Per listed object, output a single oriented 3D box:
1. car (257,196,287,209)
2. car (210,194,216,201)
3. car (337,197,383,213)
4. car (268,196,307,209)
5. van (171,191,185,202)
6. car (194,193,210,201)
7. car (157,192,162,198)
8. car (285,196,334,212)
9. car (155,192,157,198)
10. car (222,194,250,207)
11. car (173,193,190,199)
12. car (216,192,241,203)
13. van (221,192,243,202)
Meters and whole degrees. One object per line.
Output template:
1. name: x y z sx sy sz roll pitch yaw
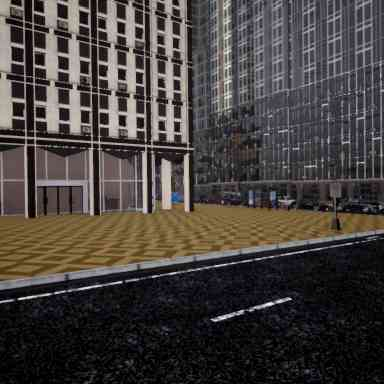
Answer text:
1. car: 9.719 1.387 41.308 1.802 1.307 4.206 0 1 -34
2. car: 3.964 1.043 64.880 1.802 1.307 4.206 0 1 -34
3. car: 17.303 1.340 34.940 2.128 1.511 4.902 -1 1 -34
4. car: 12.116 1.290 42.576 1.812 1.442 4.674 -1 1 -34
5. van: -2.967 0.936 60.168 1.690 1.788 3.998 0 1 -34
6. car: 0.788 0.990 64.929 1.837 1.490 4.892 -1 1 -34
7. car: -5.621 0.614 78.979 2.192 1.841 5.009 0 1 -34
8. car: 12.900 1.423 36.595 1.947 1.339 4.313 0 1 -34
9. car: -8.816 0.685 83.681 1.967 1.590 4.097 0 1 -34
10. car: 6.573 1.319 46.041 1.947 1.339 4.313 0 1 -34
11. car: -2.426 0.935 74.282 1.802 1.307 4.206 0 1 -34
12. car: 6.300 1.175 51.140 1.837 1.490 4.892 -1 1 -34
13. van: 7.159 0.854 60.176 1.690 1.788 3.998 0 1 -34
